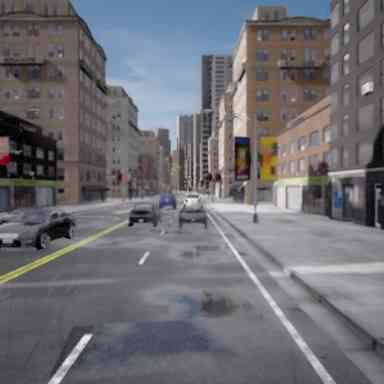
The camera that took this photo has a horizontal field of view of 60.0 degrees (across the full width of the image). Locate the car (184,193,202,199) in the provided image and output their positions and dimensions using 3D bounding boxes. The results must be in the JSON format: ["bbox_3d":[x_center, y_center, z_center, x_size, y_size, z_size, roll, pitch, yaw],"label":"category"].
[{"bbox_3d":[0.092,1.204,43.619,2.150,2.045,5.566,0,0,0],"label":"car"}]

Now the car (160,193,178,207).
[{"bbox_3d":[-3.158,1.201,44.542,2.150,2.045,5.566,0,0,0],"label":"car"}]

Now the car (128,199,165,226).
[{"bbox_3d":[-3.164,1.510,23.118,1.837,1.490,4.892,0,0,0],"label":"car"}]

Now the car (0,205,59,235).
[{"bbox_3d":[-9.754,1.568,19.733,1.994,1.385,4.181,0,0,0],"label":"car"}]

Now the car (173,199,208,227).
[{"bbox_3d":[0.085,1.497,22.575,2.128,1.511,4.902,0,0,0],"label":"car"}]

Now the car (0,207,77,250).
[{"bbox_3d":[-6.555,1.497,14.328,2.128,1.511,4.902,0,0,0],"label":"car"}]
